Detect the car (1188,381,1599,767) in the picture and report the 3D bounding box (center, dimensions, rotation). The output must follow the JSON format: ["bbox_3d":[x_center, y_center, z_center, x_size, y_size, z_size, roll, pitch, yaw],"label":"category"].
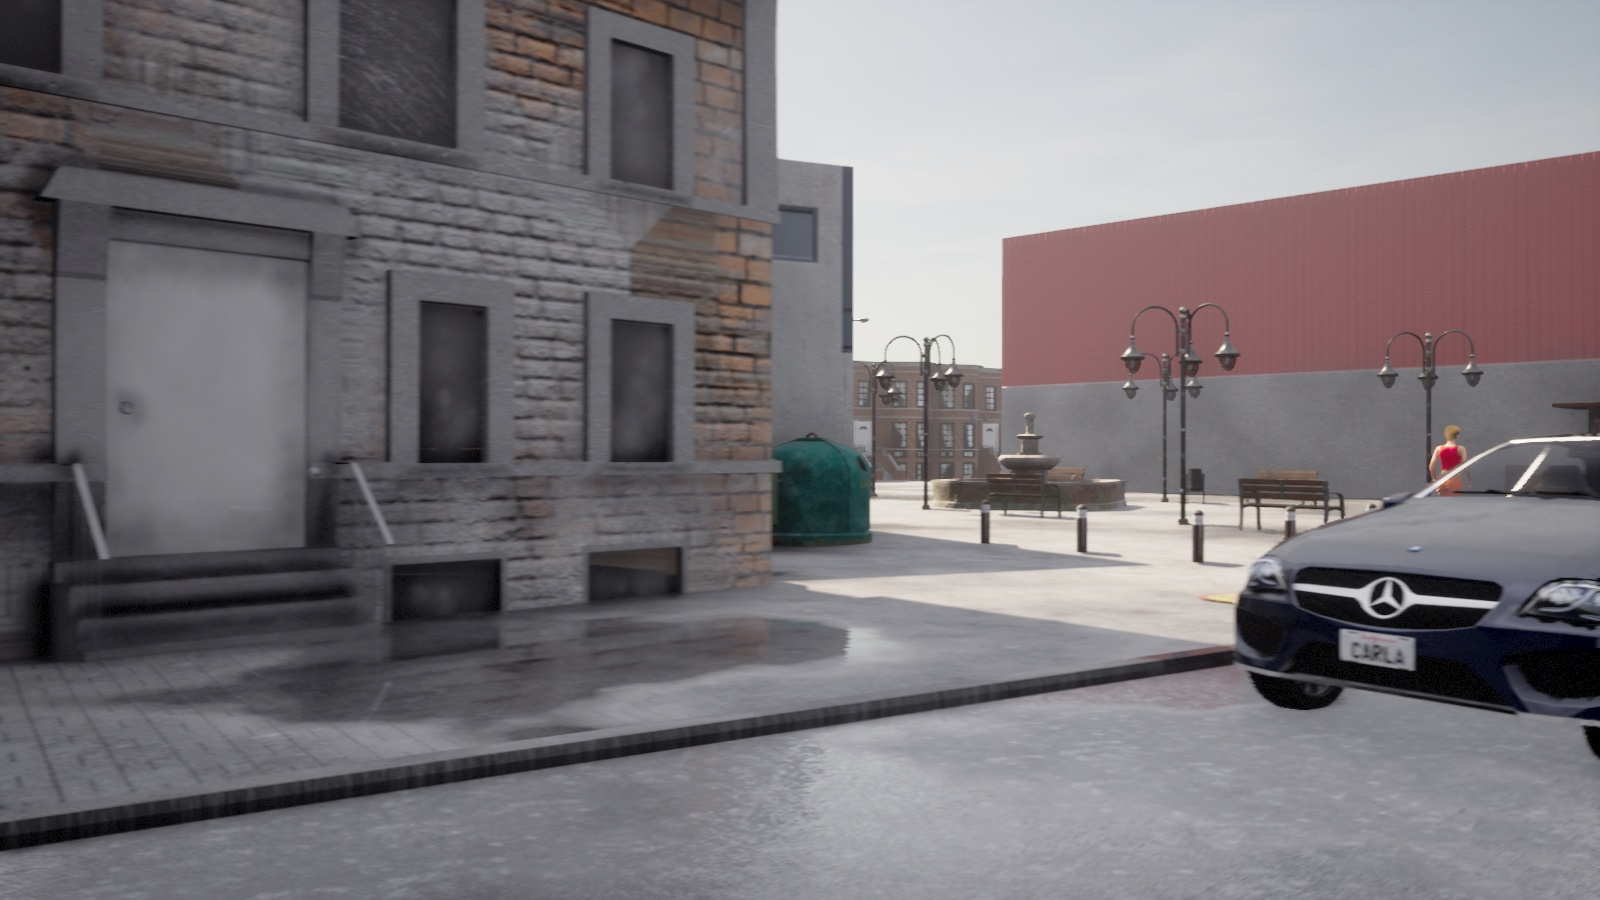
[{"bbox_3d":[4.877,0.532,7.662,5.027,1.651,2.152,0,0,-35],"label":"car"}]

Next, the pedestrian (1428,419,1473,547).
[{"bbox_3d":[9.513,0.480,18.369,0.594,1.836,0.345,0,0,-35],"label":"pedestrian"}]
